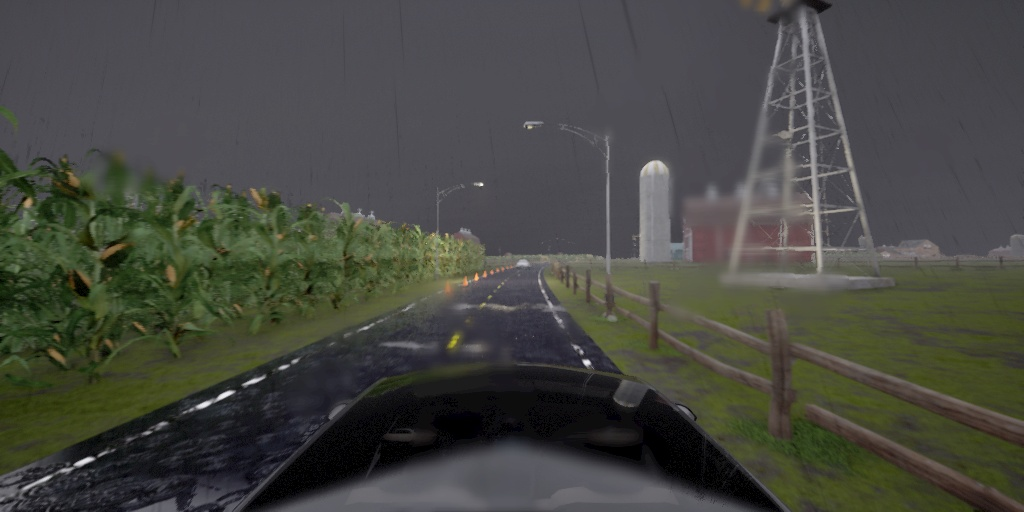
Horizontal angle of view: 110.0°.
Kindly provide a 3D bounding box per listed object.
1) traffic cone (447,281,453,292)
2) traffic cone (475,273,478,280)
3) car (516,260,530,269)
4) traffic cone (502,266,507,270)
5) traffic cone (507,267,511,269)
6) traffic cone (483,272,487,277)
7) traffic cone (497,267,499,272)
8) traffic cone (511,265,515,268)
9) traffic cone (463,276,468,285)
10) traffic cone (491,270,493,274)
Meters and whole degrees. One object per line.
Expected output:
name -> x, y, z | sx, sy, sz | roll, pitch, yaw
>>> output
traffic cone -> -3.475, 1.707, 19.928 | 0.340, 0.580, 0.340 | 0, 0, 2
traffic cone -> -2.964, 1.712, 29.968 | 0.340, 0.580, 0.340 | 0, 0, 4
car -> 1.740, 1.298, 55.717 | 1.812, 1.442, 4.674 | 0, 0, 7
traffic cone -> -1.305, 1.723, 50.003 | 0.340, 0.580, 0.340 | 0, 0, 6
traffic cone -> -0.757, 1.727, 54.999 | 0.340, 0.580, 0.340 | 0, 0, 7
traffic cone -> -2.628, 1.714, 34.982 | 0.340, 0.580, 0.340 | 0, 0, 4
traffic cone -> -1.799, 1.720, 45.001 | 0.340, 0.580, 0.340 | 0, 0, 5
traffic cone -> -0.156, 1.730, 59.989 | 0.340, 0.580, 0.340 | 0, 0, 7
traffic cone -> -3.246, 1.709, 24.949 | 0.340, 0.580, 0.340 | 0, 0, 3
traffic cone -> -2.240, 1.717, 39.994 | 0.340, 0.580, 0.340 | 0, 0, 5
